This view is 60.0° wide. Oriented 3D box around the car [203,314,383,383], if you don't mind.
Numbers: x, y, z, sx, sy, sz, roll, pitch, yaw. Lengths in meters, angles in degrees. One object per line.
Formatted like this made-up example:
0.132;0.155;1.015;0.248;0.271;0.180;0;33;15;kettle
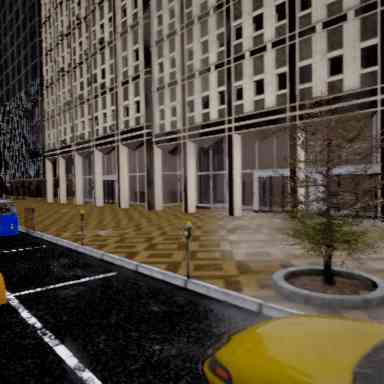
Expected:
2.089;1.414;1.830;1.752;1.417;4.829;-3;2;-41;car

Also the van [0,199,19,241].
-8.941;1.199;14.609;1.690;1.788;3.998;-3;2;-41;van

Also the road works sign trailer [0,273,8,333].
-4.697;0.435;5.565;2.380;3.560;2.880;-3;2;-41;road works sign trailer
